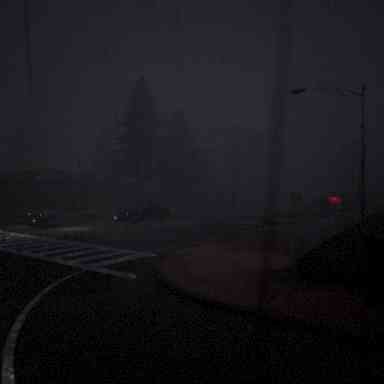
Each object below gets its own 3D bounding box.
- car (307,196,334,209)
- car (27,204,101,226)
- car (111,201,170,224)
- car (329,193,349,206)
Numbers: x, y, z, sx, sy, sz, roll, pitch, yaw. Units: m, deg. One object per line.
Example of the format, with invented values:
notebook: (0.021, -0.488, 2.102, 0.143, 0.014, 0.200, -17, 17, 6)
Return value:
car: (17.712, 1.573, 46.231, 1.895, 1.301, 4.718, 0, 0, 37)
car: (-8.852, 1.550, 23.225, 1.895, 1.301, 4.718, 0, 0, 38)
car: (-3.652, 1.450, 24.222, 2.128, 1.511, 4.902, 0, 0, 38)
car: (23.971, 1.195, 54.439, 2.150, 2.045, 5.566, 0, 0, 38)
